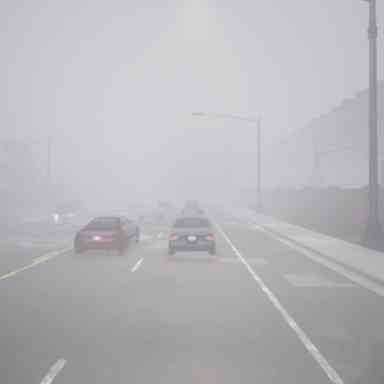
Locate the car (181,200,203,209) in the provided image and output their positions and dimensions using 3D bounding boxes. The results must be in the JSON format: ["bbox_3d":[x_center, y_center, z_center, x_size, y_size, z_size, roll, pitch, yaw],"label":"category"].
[{"bbox_3d":[0.009,1.675,29.276,1.994,1.385,4.181,0,0,0],"label":"car"}]

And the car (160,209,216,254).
[{"bbox_3d":[0.003,1.666,13.989,2.033,1.411,5.357,0,0,0],"label":"car"}]

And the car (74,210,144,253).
[{"bbox_3d":[-3.493,1.685,14.285,1.994,1.385,4.181,0,0,0],"label":"car"}]

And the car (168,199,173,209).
[{"bbox_3d":[-3.495,1.551,44.092,1.895,1.301,4.718,0,1,0],"label":"car"}]

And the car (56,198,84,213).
[{"bbox_3d":[-14.000,1.501,38.440,1.882,1.535,5.008,0,0,0],"label":"car"}]

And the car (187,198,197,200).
[{"bbox_3d":[0.005,1.498,44.061,2.033,1.411,5.357,0,1,0],"label":"car"}]

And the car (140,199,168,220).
[{"bbox_3d":[-3.489,1.635,29.382,1.812,1.442,4.674,0,1,0],"label":"car"}]
